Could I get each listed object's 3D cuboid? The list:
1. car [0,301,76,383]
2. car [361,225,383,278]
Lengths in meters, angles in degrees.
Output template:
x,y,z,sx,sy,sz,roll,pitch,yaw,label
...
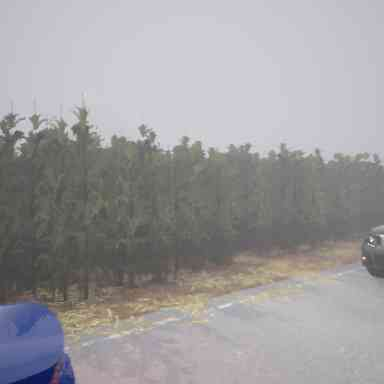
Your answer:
x,y,z,sx,sy,sz,roll,pitch,yaw,label
-3.227,1.491,1.681,5.008,1.535,1.882,0,0,-36,car
6.772,1.143,8.795,5.566,2.045,2.150,0,0,-36,car
